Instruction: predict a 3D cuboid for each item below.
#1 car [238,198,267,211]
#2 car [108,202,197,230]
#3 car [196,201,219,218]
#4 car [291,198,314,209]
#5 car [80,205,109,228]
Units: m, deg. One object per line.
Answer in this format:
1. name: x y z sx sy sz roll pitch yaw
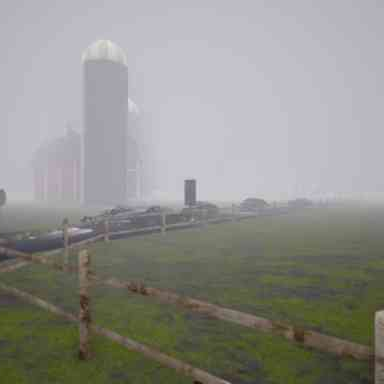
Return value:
1. car: 7.062 1.430 38.658 1.837 1.490 4.892 1 0 36
2. car: -2.278 1.514 20.940 2.033 1.411 5.357 1 0 39
3. car: 0.674 1.500 29.769 1.994 1.385 4.181 1 0 36
4. car: 14.630 1.484 44.259 2.033 1.411 5.357 1 0 36
5. car: -5.119 1.512 21.690 1.994 1.385 4.181 1 0 36
